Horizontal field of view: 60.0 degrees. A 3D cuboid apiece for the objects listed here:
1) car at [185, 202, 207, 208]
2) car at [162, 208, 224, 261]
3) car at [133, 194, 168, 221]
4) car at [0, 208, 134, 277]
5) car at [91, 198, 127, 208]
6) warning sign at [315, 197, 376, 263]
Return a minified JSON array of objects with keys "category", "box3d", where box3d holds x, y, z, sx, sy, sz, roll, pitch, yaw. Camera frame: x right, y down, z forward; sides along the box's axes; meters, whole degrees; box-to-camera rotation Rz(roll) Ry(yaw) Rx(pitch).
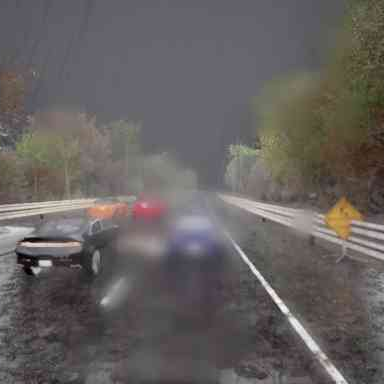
[{"category":"car","box3d":[0.323,1.500,27.886,1.994,1.385,4.181,0,0,1]},{"category":"car","box3d":[0.125,1.501,12.137,1.812,1.442,4.674,0,0,1]},{"category":"car","box3d":[-3.213,1.164,26.320,2.150,2.045,5.566,0,0,1]},{"category":"car","box3d":[-3.403,1.468,10.221,2.128,1.511,4.902,0,0,1]},{"category":"car","box3d":[-6.693,1.290,27.213,2.097,1.767,4.553,0,0,1]},{"category":"warning sign","box3d":[4.563,1.095,10.017,1.300,1.860,1.060,-1,-1,0]}]
